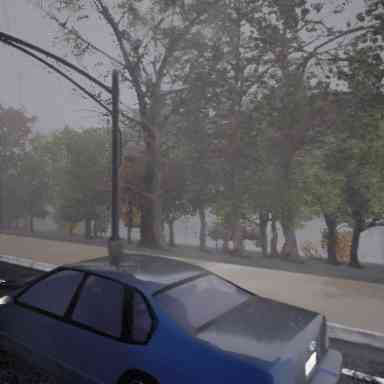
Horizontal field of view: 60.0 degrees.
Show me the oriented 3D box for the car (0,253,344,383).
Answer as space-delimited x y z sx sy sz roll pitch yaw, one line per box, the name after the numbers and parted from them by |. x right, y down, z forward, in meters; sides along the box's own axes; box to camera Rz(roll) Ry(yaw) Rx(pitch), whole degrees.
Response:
-0.999 1.577 4.395 5.357 1.411 2.033 -1 0 36 | car
